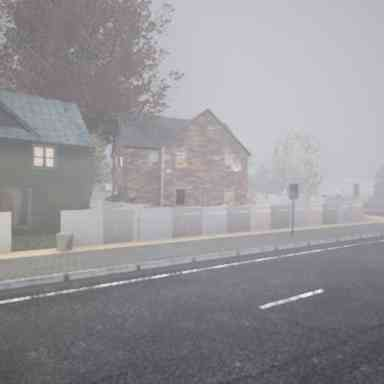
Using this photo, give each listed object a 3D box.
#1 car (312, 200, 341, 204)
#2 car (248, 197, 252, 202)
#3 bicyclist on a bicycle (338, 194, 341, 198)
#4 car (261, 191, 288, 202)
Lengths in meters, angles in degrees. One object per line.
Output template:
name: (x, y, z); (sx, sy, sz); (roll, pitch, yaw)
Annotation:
car: (15.100, 1.263, 36.238); (2.128, 1.511, 4.902); (1, 0, -20)
car: (8.058, 1.011, 55.704); (2.033, 1.411, 5.357); (1, 0, -19)
bicyclist on a bicycle: (18.958, 1.139, 42.813); (1.656, 1.620, 0.582); (1, 0, -20)
car: (11.693, 0.844, 45.657); (2.150, 2.045, 5.566); (1, 0, -20)
